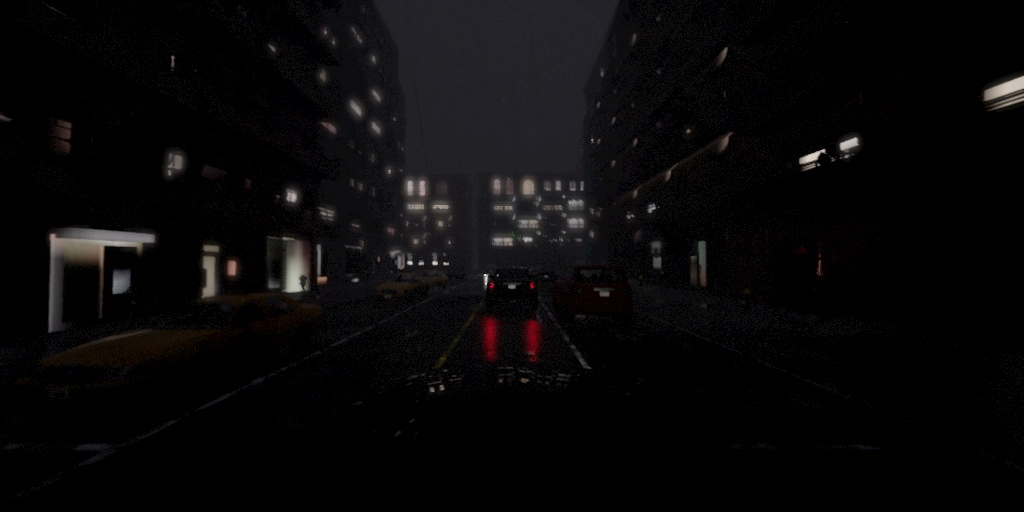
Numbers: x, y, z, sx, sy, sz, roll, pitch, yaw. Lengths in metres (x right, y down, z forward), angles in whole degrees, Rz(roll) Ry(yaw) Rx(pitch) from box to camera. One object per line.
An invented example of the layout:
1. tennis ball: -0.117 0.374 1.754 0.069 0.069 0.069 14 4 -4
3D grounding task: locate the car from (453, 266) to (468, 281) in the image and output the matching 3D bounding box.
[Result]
1. car: -5.285 1.647 34.591 1.948 1.339 4.313 0 0 0

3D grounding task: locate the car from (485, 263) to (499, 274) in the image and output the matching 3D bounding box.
1. car: -2.760 1.785 50.473 1.812 1.442 4.674 0 -1 0

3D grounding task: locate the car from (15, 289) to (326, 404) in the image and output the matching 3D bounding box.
1. car: -5.321 1.323 6.602 1.751 1.417 4.829 0 0 0

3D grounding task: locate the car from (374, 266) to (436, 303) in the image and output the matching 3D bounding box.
1. car: -5.306 1.432 17.730 1.751 1.417 4.829 0 0 0

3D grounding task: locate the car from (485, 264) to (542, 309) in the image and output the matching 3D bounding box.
1. car: 0.001 1.237 15.928 2.097 1.767 4.553 0 -1 0

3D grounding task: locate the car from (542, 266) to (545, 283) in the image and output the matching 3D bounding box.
1. car: 2.563 1.588 29.052 1.948 1.339 4.313 0 0 0

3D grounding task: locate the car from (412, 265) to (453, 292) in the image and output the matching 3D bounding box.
1. car: -5.297 1.489 23.293 1.751 1.417 4.829 0 0 0

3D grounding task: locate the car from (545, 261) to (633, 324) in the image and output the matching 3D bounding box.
1. car: 2.565 1.166 12.364 2.192 1.841 5.009 0 0 0
